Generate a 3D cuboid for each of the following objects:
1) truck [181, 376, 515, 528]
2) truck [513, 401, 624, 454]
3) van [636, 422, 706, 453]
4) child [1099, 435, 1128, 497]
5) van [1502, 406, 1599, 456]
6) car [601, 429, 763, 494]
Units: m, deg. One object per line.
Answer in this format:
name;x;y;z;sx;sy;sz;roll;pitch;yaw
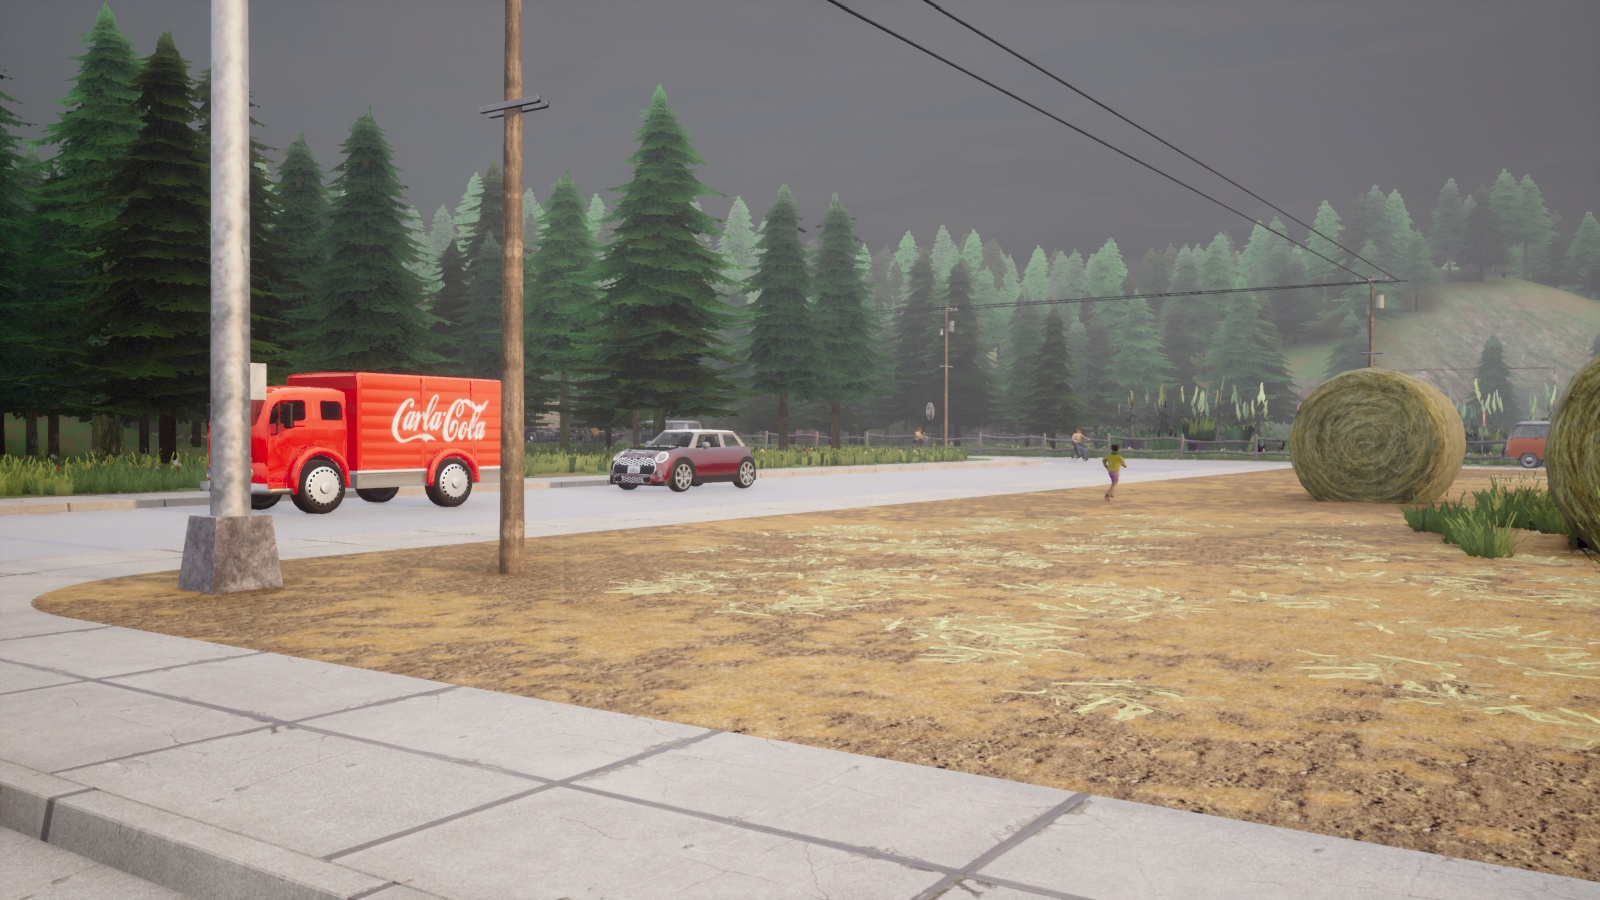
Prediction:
truck;-8.143;-0.019;23.156;2.627;2.467;5.204;0;1;35
truck;-16.095;-1.525;87.022;7.936;3.462;2.891;0;1;36
van;-8.399;-0.790;81.489;4.442;1.987;1.775;0;1;36
child;5.941;0.296;23.818;0.473;1.160;0.299;-1;1;-38
van;31.443;-0.776;51.509;4.442;1.987;1.775;0;1;37
car;-2.831;0.238;30.845;1.970;1.475;3.806;0;1;35
